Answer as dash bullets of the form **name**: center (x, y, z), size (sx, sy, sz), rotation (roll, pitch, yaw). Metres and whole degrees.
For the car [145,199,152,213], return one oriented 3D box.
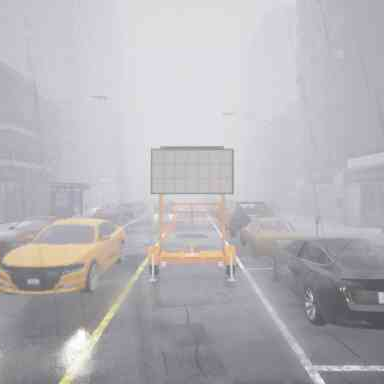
- **car**: center (-5.641, 1.562, 34.496), size (1.947, 1.339, 4.313), rotation (0, 0, 0)

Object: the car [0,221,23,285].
- **car**: center (-5.664, 1.544, 6.871), size (1.887, 1.381, 4.507), rotation (0, 0, 0)

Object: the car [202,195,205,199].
- **car**: center (2.899, 1.561, 51.072), size (1.947, 1.339, 4.313), rotation (0, 0, 0)

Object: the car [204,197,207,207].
- **car**: center (2.890, 1.547, 40.025), size (2.008, 1.369, 4.403), rotation (0, 0, 0)

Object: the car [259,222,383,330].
- **car**: center (2.862, 1.566, 6.884), size (1.947, 1.339, 4.313), rotation (0, 0, 0)

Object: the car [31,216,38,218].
- **car**: center (-5.659, 1.581, 12.396), size (1.802, 1.307, 4.206), rotation (0, 0, 0)

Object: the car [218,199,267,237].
- **car**: center (2.872, 1.314, 17.931), size (2.192, 1.841, 5.009), rotation (0, 0, 0)

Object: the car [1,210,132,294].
- **car**: center (-3.095, 1.477, 8.992), size (1.882, 1.535, 5.008), rotation (0, 0, 0)

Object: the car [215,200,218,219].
- **car**: center (2.876, 1.523, 23.625), size (1.752, 1.417, 4.829), rotation (0, 0, 0)

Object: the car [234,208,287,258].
- **car**: center (2.867, 1.525, 12.577), size (1.752, 1.417, 4.829), rotation (0, 0, 0)

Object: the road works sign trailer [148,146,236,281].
- **road works sign trailer**: center (0.006, 0.464, 9.789), size (2.380, 3.560, 2.880), rotation (0, 0, 0)

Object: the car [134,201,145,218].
- **car**: center (-5.646, 1.563, 28.971), size (1.947, 1.339, 4.313), rotation (0, 0, 0)

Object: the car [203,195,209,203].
- **car**: center (2.894, 1.546, 45.549), size (2.008, 1.369, 4.403), rotation (0, 0, 0)

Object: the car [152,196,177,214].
- **car**: center (-2.972, 1.474, 36.276), size (1.882, 1.535, 5.008), rotation (0, 0, 0)

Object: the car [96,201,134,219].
- **car**: center (-5.650, 1.543, 23.446), size (1.887, 1.381, 4.507), rotation (0, 0, 0)

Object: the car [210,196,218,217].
- **car**: center (2.880, 1.437, 28.978), size (1.967, 1.590, 4.097), rotation (0, 0, 0)

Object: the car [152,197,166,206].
- **car**: center (-5.623, 1.560, 56.597), size (1.947, 1.339, 4.313), rotation (0, 0, 0)

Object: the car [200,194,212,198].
- **car**: center (2.903, 1.309, 56.596), size (2.192, 1.841, 5.009), rotation (0, 0, 0)

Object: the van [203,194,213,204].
- **van**: center (2.908, 1.335, 62.120), size (1.690, 1.788, 3.998), rotation (0, 0, 0)

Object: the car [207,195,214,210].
- **car**: center (2.885, 1.437, 34.502), size (1.967, 1.590, 4.097), rotation (0, 0, 0)

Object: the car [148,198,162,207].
- **car**: center (-5.627, 1.577, 51.072), size (1.802, 1.307, 4.206), rotation (0, 0, 0)

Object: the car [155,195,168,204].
- **car**: center (-5.618, 1.433, 62.122), size (1.967, 1.590, 4.097), rotation (0, 0, 0)
